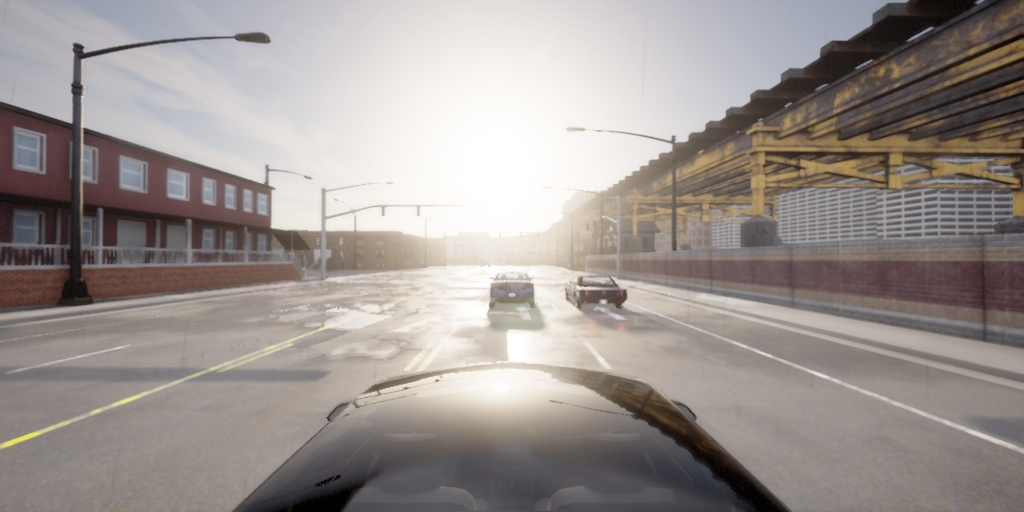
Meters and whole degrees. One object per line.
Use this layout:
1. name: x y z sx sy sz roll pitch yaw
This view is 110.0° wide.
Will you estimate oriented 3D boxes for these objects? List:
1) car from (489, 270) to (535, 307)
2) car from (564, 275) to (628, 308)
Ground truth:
1. car: 0.011 1.363 16.326 1.882 1.535 5.008 0 0 0
2. car: 3.507 1.483 15.951 1.895 1.301 4.718 0 0 0
